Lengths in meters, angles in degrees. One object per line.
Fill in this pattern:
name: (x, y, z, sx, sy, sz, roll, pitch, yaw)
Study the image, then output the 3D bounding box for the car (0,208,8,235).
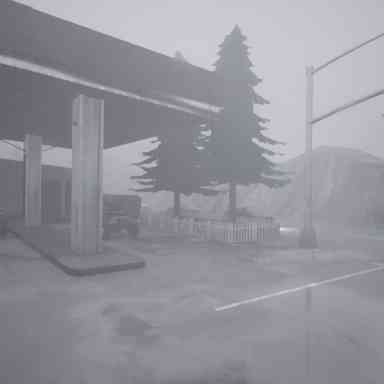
car: (-11.639, 1.520, 18.489, 2.242, 1.667, 4.611, 1, 0, -36)

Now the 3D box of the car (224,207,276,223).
car: (4.207, 1.818, 24.881, 1.994, 1.385, 4.181, 1, 0, -35)

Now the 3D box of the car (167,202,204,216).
car: (-0.712, 1.722, 31.878, 1.812, 1.442, 4.674, 1, 0, -35)

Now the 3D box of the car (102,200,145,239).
car: (-4.508, 1.446, 18.283, 1.905, 1.878, 3.866, 1, 0, -36)

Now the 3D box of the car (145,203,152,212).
car: (-6.580, 1.654, 40.204, 1.812, 1.442, 4.674, 1, 0, -35)
